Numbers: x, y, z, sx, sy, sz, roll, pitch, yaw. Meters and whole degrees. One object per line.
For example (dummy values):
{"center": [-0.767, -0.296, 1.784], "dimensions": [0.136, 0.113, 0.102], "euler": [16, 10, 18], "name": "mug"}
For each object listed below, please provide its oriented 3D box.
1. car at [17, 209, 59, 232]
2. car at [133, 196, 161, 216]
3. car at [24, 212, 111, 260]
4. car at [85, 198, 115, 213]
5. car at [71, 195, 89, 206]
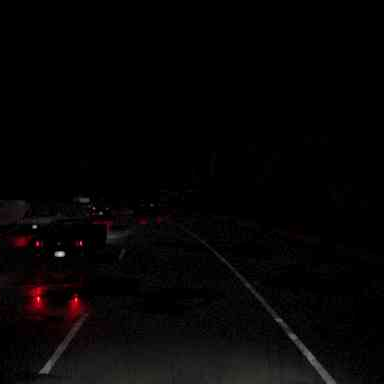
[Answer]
{"center": [-9.505, 1.716, 21.210], "dimensions": [1.895, 1.301, 4.718], "euler": [0, 0, -13], "name": "car"}
{"center": [-4.722, 1.397, 34.603], "dimensions": [2.150, 2.045, 5.566], "euler": [0, 0, -19], "name": "car"}
{"center": [-4.439, 1.668, 12.692], "dimensions": [1.895, 1.301, 4.718], "euler": [0, 0, -7], "name": "car"}
{"center": [-8.617, 1.653, 31.043], "dimensions": [2.128, 1.511, 4.902], "euler": [0, 0, -18], "name": "car"}
{"center": [-21.632, 1.545, 64.515], "dimensions": [2.150, 2.045, 5.566], "euler": [0, 0, -39], "name": "car"}
